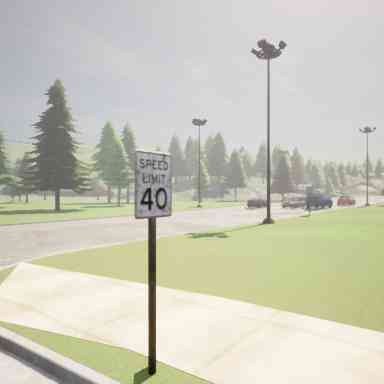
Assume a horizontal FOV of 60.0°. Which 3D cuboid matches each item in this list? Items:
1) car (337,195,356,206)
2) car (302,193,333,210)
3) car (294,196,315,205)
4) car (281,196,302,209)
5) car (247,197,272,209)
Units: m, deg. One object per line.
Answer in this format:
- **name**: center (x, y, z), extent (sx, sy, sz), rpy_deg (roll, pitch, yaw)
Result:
- **car**: center (26.005, 1.352, 55.874), extent (2.097, 1.767, 4.553), rpy_deg (0, 0, 37)
- **car**: center (16.828, 1.212, 43.839), extent (2.150, 2.045, 5.566), rpy_deg (0, -1, 37)
- **car**: center (20.231, 1.488, 59.847), extent (2.128, 1.511, 4.902), rpy_deg (0, 0, 37)
- **car**: center (14.067, 1.601, 46.067), extent (1.895, 1.301, 4.718), rpy_deg (0, 0, 38)
- **car**: center (9.268, 1.491, 45.465), extent (2.128, 1.511, 4.902), rpy_deg (0, 0, 37)
